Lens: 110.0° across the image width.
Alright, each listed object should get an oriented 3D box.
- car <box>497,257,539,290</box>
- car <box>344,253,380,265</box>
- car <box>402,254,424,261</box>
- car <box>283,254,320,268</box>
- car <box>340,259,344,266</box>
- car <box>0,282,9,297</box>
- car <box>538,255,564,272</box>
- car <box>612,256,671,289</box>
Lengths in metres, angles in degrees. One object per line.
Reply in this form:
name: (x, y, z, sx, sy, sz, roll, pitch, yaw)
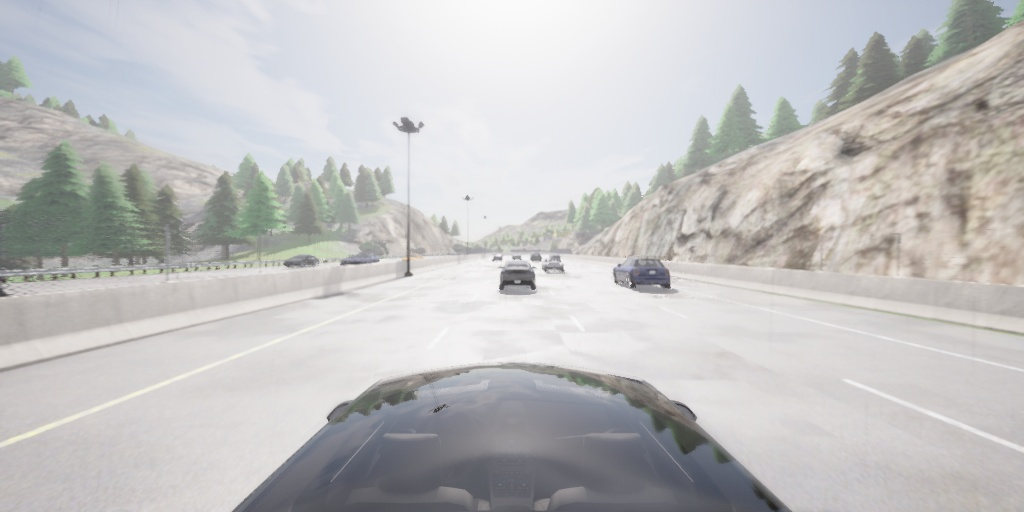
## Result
car: (0.301, 0.983, 19.981, 1.837, 1.490, 4.892, 0, 1, 1)
car: (-17.105, 0.433, 41.585, 2.097, 1.767, 4.553, 0, 1, 1)
car: (-13.501, 0.462, 49.066, 1.882, 1.535, 5.008, 0, 1, 1)
car: (-24.104, 0.560, 41.294, 1.837, 1.490, 4.892, 0, 1, 1)
car: (-20.533, 0.554, 46.670, 1.994, 1.385, 4.181, 0, 1, 1)
car: (-14.055, 1.098, 7.230, 2.128, 1.511, 4.902, 0, 1, 1)
car: (3.993, 0.861, 35.710, 1.895, 1.301, 4.718, 0, 1, 1)
car: (7.293, 0.851, 20.672, 2.097, 1.767, 4.553, 0, 1, 1)
